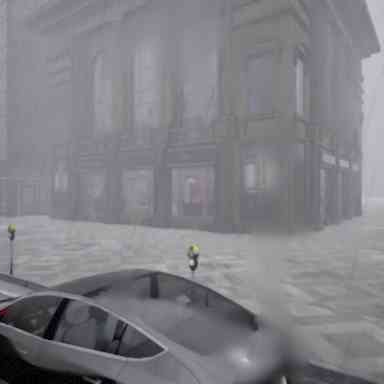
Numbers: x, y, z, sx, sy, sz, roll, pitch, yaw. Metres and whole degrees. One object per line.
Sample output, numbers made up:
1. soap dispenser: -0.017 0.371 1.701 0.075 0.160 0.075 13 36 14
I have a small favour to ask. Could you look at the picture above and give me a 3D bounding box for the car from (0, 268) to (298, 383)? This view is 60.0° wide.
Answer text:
1. car: -1.042 1.571 3.706 4.313 1.339 1.947 0 0 36
